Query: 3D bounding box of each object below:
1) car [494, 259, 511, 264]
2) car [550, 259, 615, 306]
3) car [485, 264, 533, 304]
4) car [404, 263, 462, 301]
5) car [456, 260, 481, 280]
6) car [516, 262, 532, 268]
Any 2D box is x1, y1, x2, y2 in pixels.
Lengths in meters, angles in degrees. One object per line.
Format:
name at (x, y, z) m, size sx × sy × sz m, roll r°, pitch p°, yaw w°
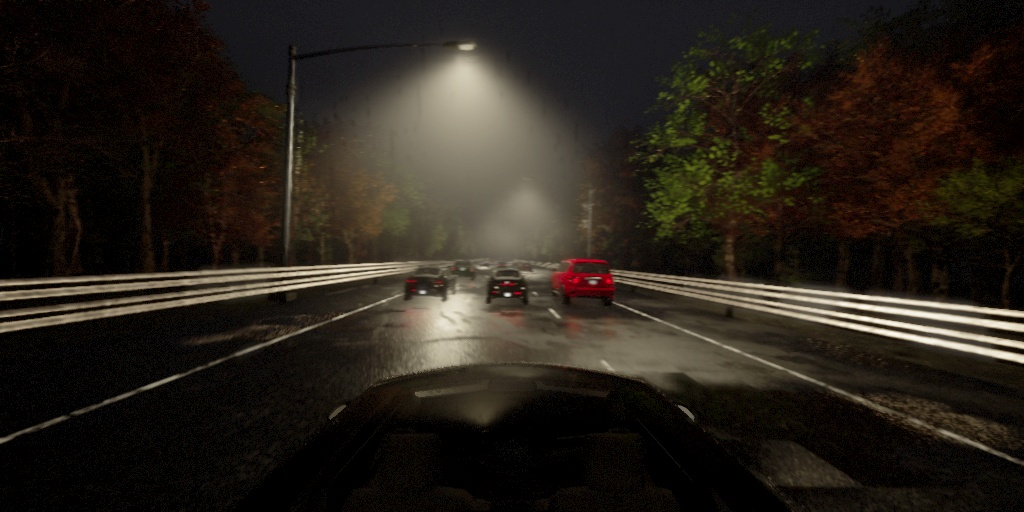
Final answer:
car at (-1.727, 1.675, 64.337) m, size 2.033 × 1.411 × 5.357 m, roll 2°, pitch 0°, yaw -2°
car at (3.254, 1.194, 17.455) m, size 2.150 × 2.045 × 5.566 m, roll 2°, pitch 0°, yaw -2°
car at (-0.251, 1.363, 17.299) m, size 1.837 × 1.490 × 4.892 m, roll 2°, pitch 0°, yaw -2°
car at (-3.750, 1.249, 17.190) m, size 1.837 × 1.490 × 4.892 m, roll 2°, pitch 0°, yaw -2°
car at (-4.215, 1.185, 32.159) m, size 2.097 × 1.767 × 4.553 m, roll 2°, pitch 0°, yaw -2°
car at (2.082, 1.716, 54.455) m, size 1.812 × 1.442 × 4.674 m, roll 2°, pitch 0°, yaw -2°
